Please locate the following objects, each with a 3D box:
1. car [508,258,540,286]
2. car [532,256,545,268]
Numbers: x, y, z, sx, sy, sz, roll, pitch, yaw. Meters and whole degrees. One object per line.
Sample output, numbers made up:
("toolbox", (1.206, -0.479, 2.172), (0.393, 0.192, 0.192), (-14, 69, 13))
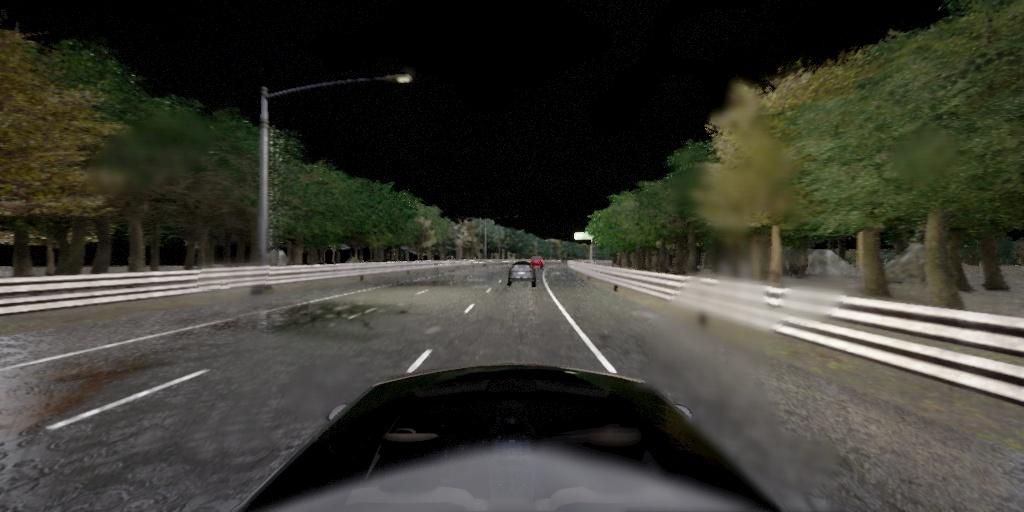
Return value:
("car", (0.759, 1.186, 25.760), (2.033, 1.649, 4.856), (0, 0, 3))
("car", (4.478, 1.070, 62.634), (2.150, 2.045, 5.566), (0, 0, 9))
